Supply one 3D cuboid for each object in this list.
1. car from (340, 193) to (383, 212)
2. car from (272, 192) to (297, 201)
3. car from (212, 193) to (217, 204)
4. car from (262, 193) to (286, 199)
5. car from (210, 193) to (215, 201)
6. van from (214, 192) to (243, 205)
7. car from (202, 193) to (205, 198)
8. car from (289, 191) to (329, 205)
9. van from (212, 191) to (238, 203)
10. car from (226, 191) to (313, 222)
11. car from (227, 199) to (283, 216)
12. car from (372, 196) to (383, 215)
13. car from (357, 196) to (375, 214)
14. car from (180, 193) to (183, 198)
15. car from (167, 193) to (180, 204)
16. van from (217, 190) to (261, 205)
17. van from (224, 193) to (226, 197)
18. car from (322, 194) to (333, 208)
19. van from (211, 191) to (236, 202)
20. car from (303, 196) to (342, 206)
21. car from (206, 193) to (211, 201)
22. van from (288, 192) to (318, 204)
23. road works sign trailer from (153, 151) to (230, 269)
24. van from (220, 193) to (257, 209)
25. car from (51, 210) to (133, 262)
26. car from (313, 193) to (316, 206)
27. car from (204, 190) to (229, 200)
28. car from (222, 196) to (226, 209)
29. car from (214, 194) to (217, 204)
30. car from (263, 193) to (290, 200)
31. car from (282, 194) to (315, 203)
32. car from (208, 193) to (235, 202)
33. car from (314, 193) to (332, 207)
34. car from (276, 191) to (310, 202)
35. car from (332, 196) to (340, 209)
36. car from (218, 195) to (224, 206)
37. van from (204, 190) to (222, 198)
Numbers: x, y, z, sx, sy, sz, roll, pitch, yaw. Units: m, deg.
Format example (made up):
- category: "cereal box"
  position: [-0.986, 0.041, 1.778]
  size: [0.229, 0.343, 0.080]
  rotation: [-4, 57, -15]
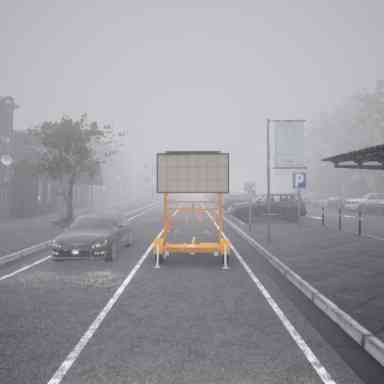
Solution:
- category: "car"
  position: [18.739, 1.097, 34.129]
  size: [5.566, 2.045, 2.435]
  rotation: [0, 0, 0]
- category: "car"
  position: [18.719, 0.889, 67.443]
  size: [4.553, 1.767, 2.185]
  rotation: [0, 1, 0]
- category: "car"
  position: [5.654, 1.298, 47.334]
  size: [4.674, 1.452, 2.002]
  rotation: [0, 1, 0]
- category: "car"
  position: [18.674, 0.908, 75.770]
  size: [4.892, 1.521, 2.231]
  rotation: [0, 1, 0]
- category: "car"
  position: [5.656, 1.230, 50.137]
  size: [4.892, 1.521, 2.231]
  rotation: [0, 1, 0]
- category: "van"
  position: [5.760, 0.973, 52.942]
  size: [4.442, 1.987, 1.878]
  rotation: [0, 1, 0]
- category: "car"
  position: [5.567, 0.696, 72.561]
  size: [5.566, 2.045, 2.435]
  rotation: [0, 1, 0]
- category: "car"
  position: [18.750, 0.941, 53.563]
  size: [5.566, 2.045, 2.435]
  rotation: [0, 1, 0]
- category: "van"
  position: [5.746, 0.902, 58.547]
  size: [4.442, 1.987, 1.878]
  rotation: [0, 1, 0]
- category: "car"
  position: [5.682, 1.142, 24.900]
  size: [5.566, 2.045, 2.435]
  rotation: [0, 0, 0]
- category: "car"
  position: [5.700, 1.405, 30.508]
  size: [4.674, 1.452, 2.002]
  rotation: [0, 0, 0]
- category: "car"
  position: [18.787, 1.376, 28.578]
  size: [5.008, 1.535, 2.097]
  rotation: [0, 0, 0]
- category: "car"
  position: [18.780, 1.362, 31.354]
  size: [5.008, 1.535, 2.097]
  rotation: [0, 0, 0]
- category: "car"
  position: [-3.340, 0.638, 87.034]
  size: [2.097, 1.767, 4.553]
  rotation: [0, 1, 0]
- category: "car"
  position: [-3.402, 1.231, 53.579]
  size: [2.033, 1.411, 5.357]
  rotation: [0, 1, 0]
- category: "van"
  position: [5.560, 1.096, 38.920]
  size: [4.442, 1.987, 1.878]
  rotation: [0, 0, 0]
- category: "van"
  position: [5.807, 1.125, 33.310]
  size: [4.442, 1.987, 1.878]
  rotation: [0, 0, 0]
- category: "car"
  position: [18.749, 1.318, 39.682]
  size: [5.008, 1.535, 2.097]
  rotation: [0, 0, 0]
- category: "van"
  position: [5.739, 0.866, 61.350]
  size: [4.442, 1.987, 1.878]
  rotation: [0, 1, 0]
- category: "car"
  position: [18.763, 1.282, 48.014]
  size: [4.792, 1.488, 2.163]
  rotation: [0, 1, 0]
- category: "car"
  position: [5.608, 0.912, 55.742]
  size: [5.566, 2.045, 2.435]
  rotation: [0, 1, 0]
- category: "van"
  position: [18.831, 0.931, 56.339]
  size: [4.442, 1.987, 1.878]
  rotation: [0, 1, 0]
- category: "road works sign trailer"
  position: [0.036, 0.441, 11.128]
  size: [2.380, 3.560, 2.880]
  rotation: [0, 0, 2]
- category: "van"
  position: [5.787, 1.077, 41.722]
  size: [4.442, 1.987, 1.878]
  rotation: [0, 0, 0]
- category: "car"
  position: [-3.362, 1.477, 12.010]
  size: [1.837, 1.490, 4.892]
  rotation: [0, 0, 0]
- category: "car"
  position: [18.712, 1.310, 45.231]
  size: [4.792, 1.488, 2.163]
  rotation: [0, 1, 0]
- category: "car"
  position: [5.561, 0.660, 75.364]
  size: [5.566, 2.045, 2.435]
  rotation: [0, 1, 0]
- category: "car"
  position: [5.518, 1.376, 27.704]
  size: [5.366, 1.575, 1.946]
  rotation: [0, 0, 0]
- category: "car"
  position: [5.692, 1.313, 44.527]
  size: [4.792, 1.488, 2.163]
  rotation: [0, 0, 0]
- category: "car"
  position: [18.489, 0.940, 72.993]
  size: [5.366, 1.575, 1.946]
  rotation: [0, 1, 0]
- category: "car"
  position: [18.894, 1.118, 59.116]
  size: [5.366, 1.575, 1.946]
  rotation: [0, 1, 0]
- category: "car"
  position: [5.610, 1.056, 64.155]
  size: [4.892, 1.521, 2.231]
  rotation: [0, 1, 0]
- category: "car"
  position: [18.932, 1.296, 42.460]
  size: [5.366, 1.575, 1.946]
  rotation: [0, 0, 0]
- category: "car"
  position: [18.730, 0.835, 61.889]
  size: [5.566, 2.045, 2.435]
  rotation: [0, 1, 0]
- category: "car"
  position: [18.755, 1.335, 36.904]
  size: [4.892, 1.521, 2.231]
  rotation: [0, 0, 0]
- category: "car"
  position: [5.678, 1.337, 36.114]
  size: [5.008, 1.535, 2.097]
  rotation: [0, 0, 0]
- category: "van"
  position: [5.445, 0.541, 86.576]
  size: [4.442, 1.987, 1.878]
  rotation: [0, 1, 0]
